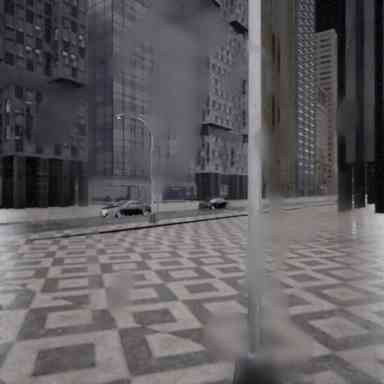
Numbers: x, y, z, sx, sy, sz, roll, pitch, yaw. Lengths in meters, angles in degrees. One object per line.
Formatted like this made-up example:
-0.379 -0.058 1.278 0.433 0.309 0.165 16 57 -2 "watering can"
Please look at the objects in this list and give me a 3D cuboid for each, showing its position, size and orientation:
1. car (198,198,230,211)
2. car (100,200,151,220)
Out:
2.680 1.443 39.999 1.882 1.535 5.008 0 0 36 "car"
-5.623 1.477 28.669 2.128 1.511 4.902 0 0 36 "car"
